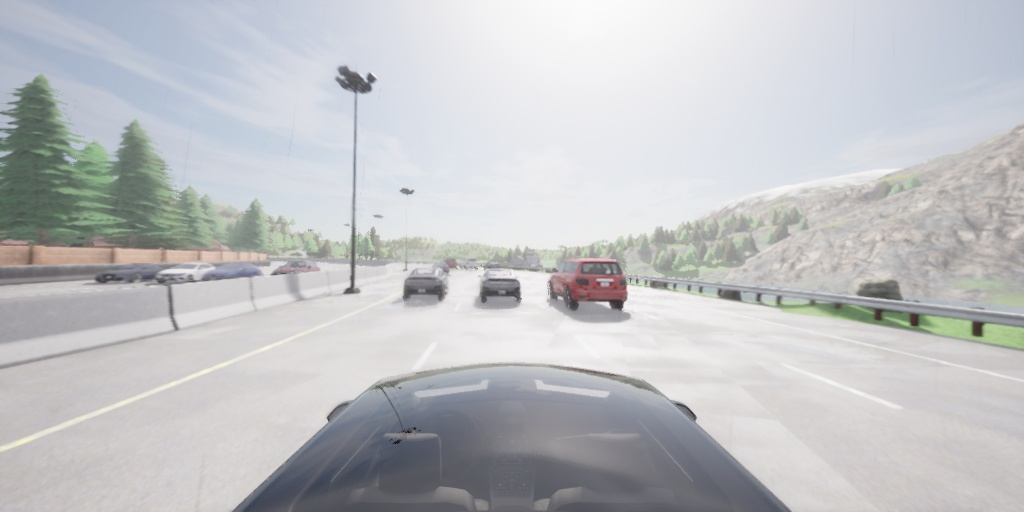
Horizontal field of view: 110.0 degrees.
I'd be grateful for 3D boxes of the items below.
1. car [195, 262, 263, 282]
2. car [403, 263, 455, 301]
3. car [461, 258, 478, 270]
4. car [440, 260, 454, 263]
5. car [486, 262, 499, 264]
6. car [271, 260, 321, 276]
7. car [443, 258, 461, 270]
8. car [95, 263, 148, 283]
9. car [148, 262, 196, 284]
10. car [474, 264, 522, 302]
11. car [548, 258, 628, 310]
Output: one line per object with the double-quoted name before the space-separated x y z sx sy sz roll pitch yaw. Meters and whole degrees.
"car" -19.376 1.211 25.149 1.812 1.442 4.674 1 -1 -9
"car" -4.208 1.320 18.051 2.128 1.511 4.902 1 0 -6
"car" -7.510 1.366 62.030 2.150 2.045 5.566 1 0 -21
"car" -8.974 1.532 44.943 2.033 1.411 5.357 1 0 -17
"car" -3.420 1.681 60.914 2.128 1.511 4.902 1 0 -20
"car" -16.102 1.099 27.003 2.097 1.767 4.553 1 0 -10
"car" -10.791 1.313 60.784 2.150 2.045 5.566 1 0 -21
"car" -26.447 1.185 25.192 1.994 1.385 4.181 1 0 -10
"car" -22.997 1.183 25.780 1.812 1.442 4.674 1 0 -10
"car" -0.650 1.363 17.695 2.128 1.511 4.902 1 -1 -6
"car" 3.122 1.129 15.744 2.150 2.045 5.566 1 0 -6
